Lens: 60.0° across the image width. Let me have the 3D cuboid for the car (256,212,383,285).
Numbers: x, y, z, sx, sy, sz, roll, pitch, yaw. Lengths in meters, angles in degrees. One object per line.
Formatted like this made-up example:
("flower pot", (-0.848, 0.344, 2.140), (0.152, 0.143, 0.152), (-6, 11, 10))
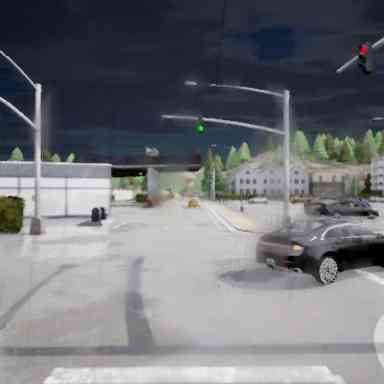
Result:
("car", (4.087, 1.538, 9.583), (4.902, 1.511, 2.128), (0, -1, -30))

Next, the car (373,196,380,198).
("car", (38.474, 1.559, 68.711), (3.806, 1.475, 1.970), (0, 0, 0))

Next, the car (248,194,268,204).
("car", (12.941, 1.666, 65.344), (3.806, 1.475, 1.970), (0, 0, 0))

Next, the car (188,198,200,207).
("car", (0.315, 1.732, 55.021), (1.882, 1.535, 5.008), (0, 0, 0))

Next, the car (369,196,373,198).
("car", (20.710, 1.523, 42.949), (3.633, 1.501, 1.845), (0, 0, 0))

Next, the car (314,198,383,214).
("car", (13.118, 1.472, 27.951), (4.514, 1.523, 2.007), (0, 0, 0))

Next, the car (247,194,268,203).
("car", (13.546, 1.398, 68.672), (3.866, 1.878, 1.905), (0, 0, 0))

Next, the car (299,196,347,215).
("car", (13.059, 1.478, 31.088), (5.027, 1.636, 2.152), (0, 0, 0))

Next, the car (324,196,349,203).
("car", (31.418, 1.640, 72.360), (4.514, 1.523, 2.007), (0, 0, 0))

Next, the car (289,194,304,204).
("car", (21.420, 1.405, 65.400), (4.605, 1.855, 1.932), (0, 0, 0))

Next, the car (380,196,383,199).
("car", (38.810, 1.451, 62.295), (5.027, 1.636, 2.152), (0, 0, 0))
